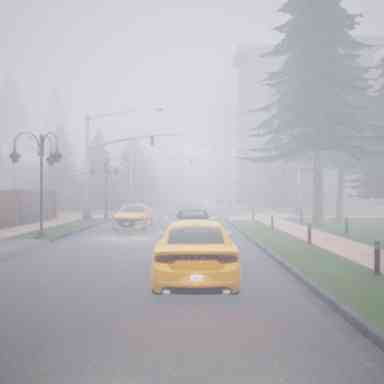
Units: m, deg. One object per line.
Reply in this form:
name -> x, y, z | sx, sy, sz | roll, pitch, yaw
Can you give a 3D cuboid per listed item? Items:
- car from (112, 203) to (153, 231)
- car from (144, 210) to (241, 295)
car -> -3.571, 1.467, 20.677 | 1.882, 1.535, 5.008 | 0, 0, 0
car -> 0.082, 1.464, 8.732 | 1.882, 1.535, 5.008 | 0, 0, 0
